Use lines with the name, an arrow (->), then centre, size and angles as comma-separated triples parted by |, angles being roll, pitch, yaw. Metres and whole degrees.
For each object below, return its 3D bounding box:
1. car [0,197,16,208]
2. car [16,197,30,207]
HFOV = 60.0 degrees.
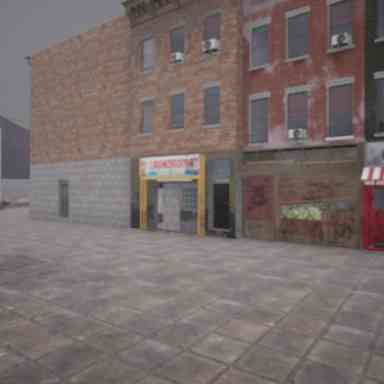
car -> -20.977, 1.040, 34.157 | 1.802, 1.307, 4.206 | 2, 2, 36
car -> -17.859, 0.867, 38.517 | 1.752, 1.417, 4.829 | 2, 2, 36
